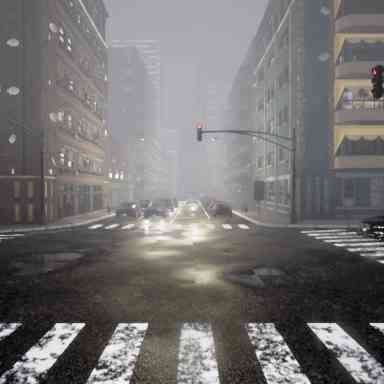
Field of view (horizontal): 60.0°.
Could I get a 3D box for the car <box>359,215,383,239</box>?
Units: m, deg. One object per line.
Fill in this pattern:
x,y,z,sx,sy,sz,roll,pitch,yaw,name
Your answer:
9.857,1.332,14.501,4.892,1.490,1.837,-1,0,-4,car

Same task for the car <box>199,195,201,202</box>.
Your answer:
2.697,1.582,57.828,1.947,1.339,4.313,0,0,0,car

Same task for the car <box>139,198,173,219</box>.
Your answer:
-3.095,1.550,29.731,2.033,1.411,5.357,0,0,0,car

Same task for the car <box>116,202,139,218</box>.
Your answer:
-5.690,1.568,30.224,1.947,1.339,4.313,0,0,0,car

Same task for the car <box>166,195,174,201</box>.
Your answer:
-5.679,1.563,85.290,1.752,1.417,4.829,0,0,0,car

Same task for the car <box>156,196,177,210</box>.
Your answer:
-3.089,1.511,39.850,1.837,1.490,4.892,0,0,0,car

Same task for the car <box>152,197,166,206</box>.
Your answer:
-5.685,1.561,57.842,1.887,1.381,4.507,0,0,0,car

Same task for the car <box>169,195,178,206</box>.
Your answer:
-3.077,1.503,50.294,2.128,1.511,4.902,0,0,0,car

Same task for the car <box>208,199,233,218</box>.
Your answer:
2.691,1.584,30.211,1.802,1.307,4.206,0,0,0,car

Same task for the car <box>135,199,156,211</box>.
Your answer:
-5.688,1.573,41.271,1.947,1.339,4.313,0,0,0,car

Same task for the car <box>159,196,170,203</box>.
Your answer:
-5.682,1.605,68.889,1.802,1.307,4.206,0,0,0,car

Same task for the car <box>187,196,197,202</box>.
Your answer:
0.015,1.452,69.703,1.895,1.301,4.718,0,0,0,car

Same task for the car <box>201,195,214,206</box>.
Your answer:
2.694,1.554,46.781,1.887,1.381,4.507,0,0,0,car

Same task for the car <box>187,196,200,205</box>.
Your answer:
0.012,1.543,59.667,1.812,1.442,4.674,0,0,0,car

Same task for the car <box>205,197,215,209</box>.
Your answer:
2.692,1.570,35.734,1.947,1.339,4.313,0,0,0,car

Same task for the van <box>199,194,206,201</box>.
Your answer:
2.700,1.379,85.446,1.690,1.788,3.998,-1,0,0,van

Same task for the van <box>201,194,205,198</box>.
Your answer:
2.694,1.354,52.304,1.690,1.788,3.998,0,0,0,van
